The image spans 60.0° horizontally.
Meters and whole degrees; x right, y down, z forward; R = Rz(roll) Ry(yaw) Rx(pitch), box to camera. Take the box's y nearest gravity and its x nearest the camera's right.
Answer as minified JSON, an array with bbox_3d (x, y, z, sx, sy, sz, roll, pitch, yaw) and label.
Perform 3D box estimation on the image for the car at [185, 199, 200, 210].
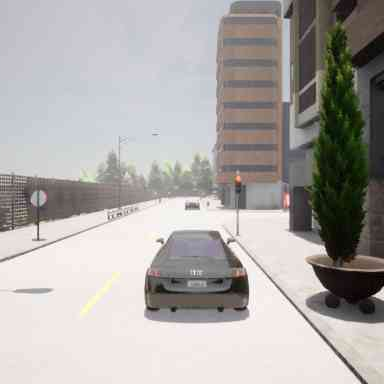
[{"bbox_3d":[0.030,1.601,43.254,1.895,1.301,4.718,0,0,-1],"label":"car"}]

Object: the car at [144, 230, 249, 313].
[{"bbox_3d":[0.085,1.564,7.772,1.994,1.385,4.181,0,0,0],"label":"car"}]
